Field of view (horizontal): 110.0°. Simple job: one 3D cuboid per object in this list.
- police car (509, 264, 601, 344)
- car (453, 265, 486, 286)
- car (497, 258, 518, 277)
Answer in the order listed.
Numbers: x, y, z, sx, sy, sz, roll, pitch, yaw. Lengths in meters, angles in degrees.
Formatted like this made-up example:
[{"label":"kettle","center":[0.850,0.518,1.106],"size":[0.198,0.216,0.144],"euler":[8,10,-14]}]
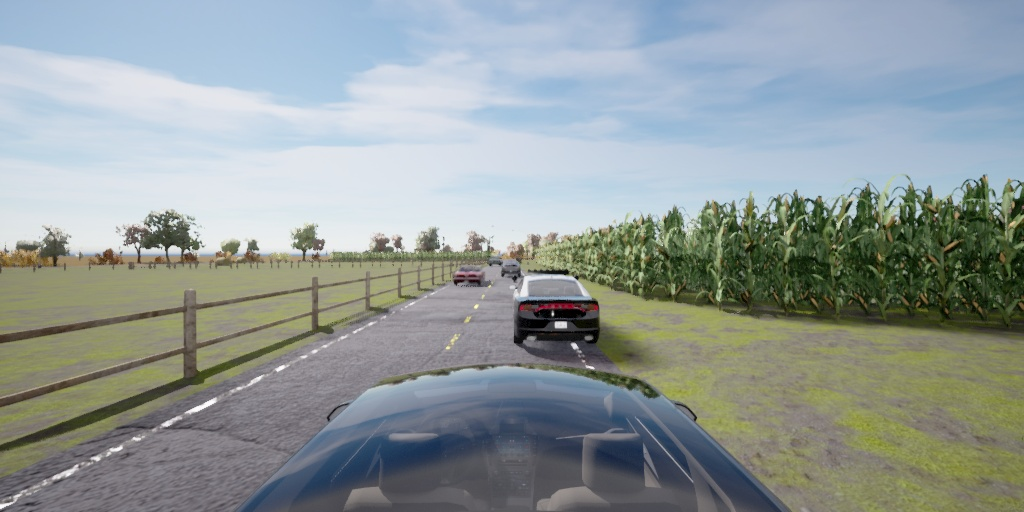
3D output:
[{"label":"police car","center":[0.959,1.172,9.732],"size":[1.930,1.638,5.238],"euler":[0,0,0]},{"label":"car","center":[-2.943,1.343,25.276],"size":[1.895,1.301,4.718],"euler":[0,0,0]},{"label":"car","center":[-0.088,1.229,35.445],"size":[2.128,1.511,4.902],"euler":[0,0,0]}]
